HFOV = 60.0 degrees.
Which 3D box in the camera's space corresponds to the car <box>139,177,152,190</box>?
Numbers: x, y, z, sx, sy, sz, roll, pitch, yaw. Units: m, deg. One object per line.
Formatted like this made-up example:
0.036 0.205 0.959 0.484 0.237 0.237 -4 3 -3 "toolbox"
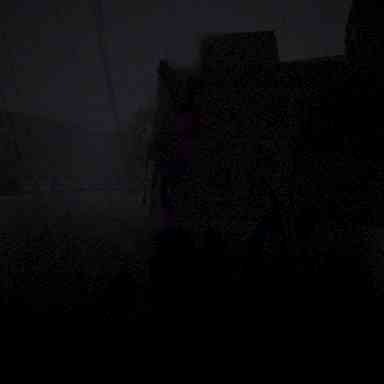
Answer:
-6.790 -1.473 57.142 2.150 2.045 5.566 5 4 30 "car"
